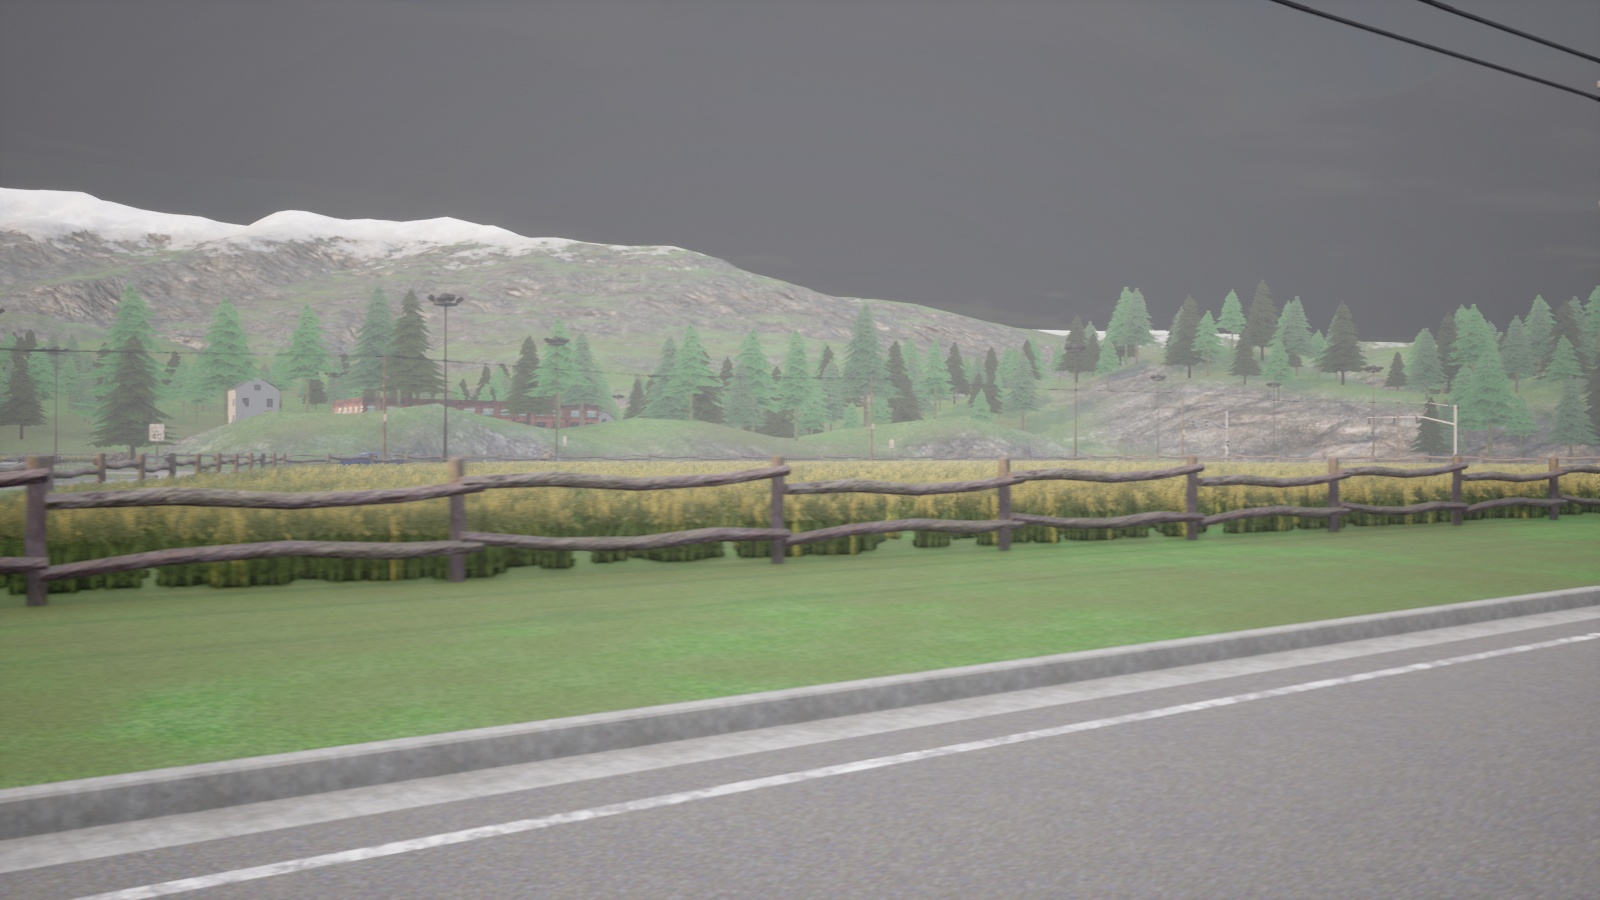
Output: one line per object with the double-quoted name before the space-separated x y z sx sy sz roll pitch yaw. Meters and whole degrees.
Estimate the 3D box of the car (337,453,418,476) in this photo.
"car" -29.512 1.002 87.797 5.008 1.535 1.882 0 0 -35
